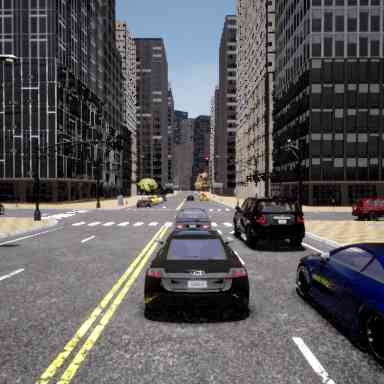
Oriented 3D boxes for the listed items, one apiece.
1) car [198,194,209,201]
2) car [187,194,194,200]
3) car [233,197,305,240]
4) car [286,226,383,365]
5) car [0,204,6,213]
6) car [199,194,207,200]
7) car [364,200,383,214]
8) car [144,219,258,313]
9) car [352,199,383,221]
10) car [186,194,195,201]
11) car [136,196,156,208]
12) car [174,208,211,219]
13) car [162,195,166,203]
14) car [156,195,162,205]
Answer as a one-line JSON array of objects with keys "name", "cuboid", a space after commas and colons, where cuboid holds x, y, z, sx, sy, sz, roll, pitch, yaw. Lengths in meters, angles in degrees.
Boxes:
[{"name": "car", "cuboid": [2.903, 1.396, 78.624, 1.882, 1.535, 5.008, 0, 0, 0]}, {"name": "car", "cuboid": [-0.395, 1.387, 89.445, 1.882, 1.535, 5.008, 0, 0, 0]}, {"name": "car", "cuboid": [3.308, 1.213, 15.207, 2.150, 2.045, 5.566, 0, 0, -2]}, {"name": "car", "cuboid": [3.334, 1.561, 5.786, 1.994, 1.385, 4.181, 0, 0, -1]}, {"name": "car", "cuboid": [-19.939, 1.345, 30.916, 4.892, 1.490, 1.837, 1, 1, 1]}, {"name": "car", "cuboid": [2.857, 1.243, 89.041, 1.837, 1.490, 4.892, 0, 0, 0]}, {"name": "car", "cuboid": [21.650, 1.643, 36.204, 4.829, 1.417, 1.752, 1, 0, 1]}, {"name": "car", "cuboid": [0.068, 1.560, 7.756, 1.994, 1.385, 4.181, 0, 0, -1]}, {"name": "car", "cuboid": [16.078, 1.520, 27.892, 5.009, 1.841, 2.192, 1, 0, 1]}, {"name": "car", "cuboid": [-0.351, 1.426, 79.386, 1.837, 1.490, 4.892, 0, 0, 0]}, {"name": "car", "cuboid": [-6.803, 1.530, 48.153, 1.994, 1.385, 4.181, 0, 0, 0]}, {"name": "car", "cuboid": [0.025, 1.538, 16.978, 2.033, 1.411, 5.357, 0, 0, 0]}, {"name": "car", "cuboid": [-6.824, 1.469, 66.530, 1.812, 1.442, 4.674, 0, 0, 0]}, {"name": "car", "cuboid": [-6.835, 1.433, 57.082, 1.882, 1.535, 5.008, 0, 0, 0]}]
